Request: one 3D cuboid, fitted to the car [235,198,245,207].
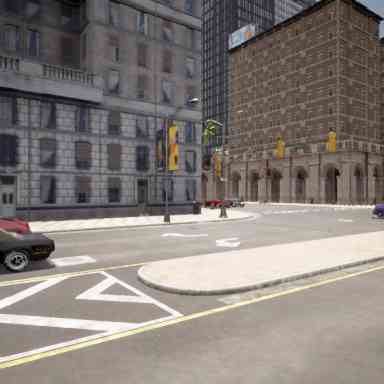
[{"bbox_3d":[5.730,1.491,49.062,2.128,1.511,4.902,0,0,-35],"label":"car"}]

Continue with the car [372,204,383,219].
[{"bbox_3d":[17.091,1.525,26.798,1.812,1.442,4.674,0,0,-35],"label":"car"}]

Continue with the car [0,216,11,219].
[{"bbox_3d":[-8.424,1.526,12.126,4.674,1.442,1.812,0,0,-35],"label":"car"}]

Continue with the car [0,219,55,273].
[{"bbox_3d":[-6.480,1.601,9.221,4.718,1.301,1.895,0,0,-35],"label":"car"}]

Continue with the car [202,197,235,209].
[{"bbox_3d":[3.300,1.478,46.431,1.882,1.535,5.008,0,0,-35],"label":"car"}]
